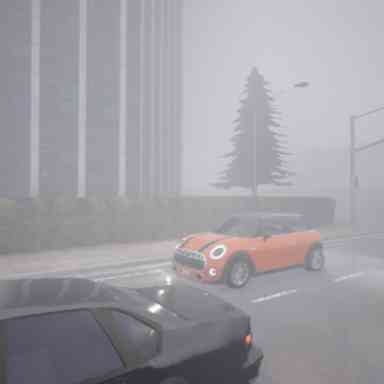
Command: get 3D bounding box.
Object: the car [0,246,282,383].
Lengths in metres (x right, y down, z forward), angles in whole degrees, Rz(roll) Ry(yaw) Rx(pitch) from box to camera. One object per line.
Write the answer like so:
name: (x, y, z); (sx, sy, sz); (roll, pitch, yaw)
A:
car: (-1.794, 1.548, 2.707); (5.357, 1.411, 2.033); (1, 0, -35)

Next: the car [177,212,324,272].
car: (1.687, 1.403, 9.471); (4.553, 1.767, 2.097); (0, 0, -35)
